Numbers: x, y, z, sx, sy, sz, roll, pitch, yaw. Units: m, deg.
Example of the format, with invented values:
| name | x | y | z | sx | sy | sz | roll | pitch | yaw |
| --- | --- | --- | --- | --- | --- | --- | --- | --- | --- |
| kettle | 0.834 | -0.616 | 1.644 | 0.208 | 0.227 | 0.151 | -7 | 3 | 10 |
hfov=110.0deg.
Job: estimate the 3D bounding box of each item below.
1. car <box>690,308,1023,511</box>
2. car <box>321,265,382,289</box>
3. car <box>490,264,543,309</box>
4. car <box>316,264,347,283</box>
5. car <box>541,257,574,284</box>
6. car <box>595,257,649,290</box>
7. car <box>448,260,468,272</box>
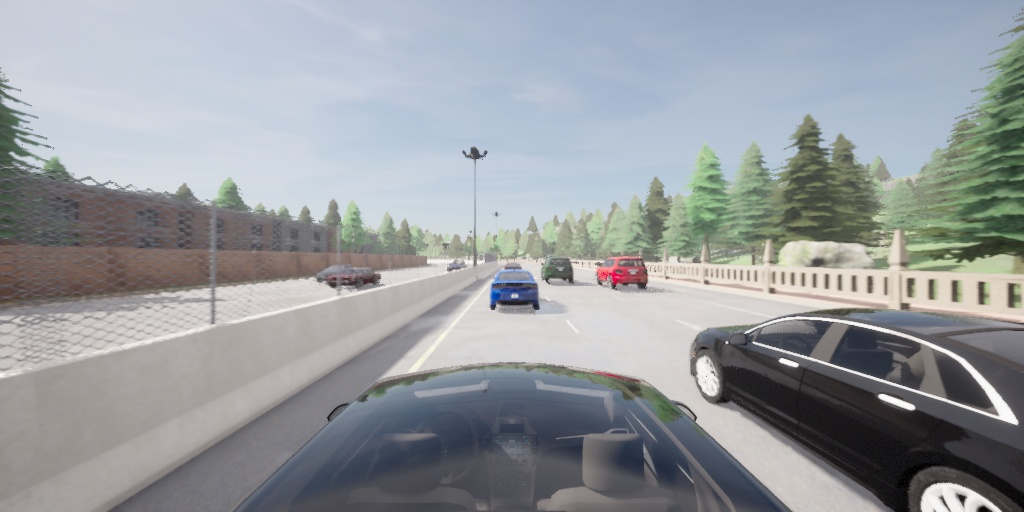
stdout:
| name | x | y | z | sx | sy | sz | roll | pitch | yaw |
| --- | --- | --- | --- | --- | --- | --- | --- | --- | --- |
| car | 3.598 | 1.267 | 3.488 | 1.837 | 1.490 | 4.892 | 0 | 0 | 0 |
| car | -10.599 | 1.466 | 24.361 | 1.895 | 1.301 | 4.718 | 0 | 0 | 0 |
| car | 0.097 | 1.299 | 15.385 | 1.882 | 1.535 | 5.008 | 0 | 0 | 0 |
| car | -14.093 | 1.416 | 29.352 | 1.812 | 1.442 | 4.674 | 0 | -1 | 0 |
| car | 3.598 | 1.118 | 29.171 | 2.150 | 2.045 | 5.566 | 0 | 0 | 0 |
| car | 7.098 | 1.090 | 23.641 | 2.150 | 2.045 | 5.566 | 0 | 0 | 0 |
| car | -7.023 | 1.337 | 47.107 | 2.097 | 1.767 | 4.553 | 0 | 0 | 0 |
